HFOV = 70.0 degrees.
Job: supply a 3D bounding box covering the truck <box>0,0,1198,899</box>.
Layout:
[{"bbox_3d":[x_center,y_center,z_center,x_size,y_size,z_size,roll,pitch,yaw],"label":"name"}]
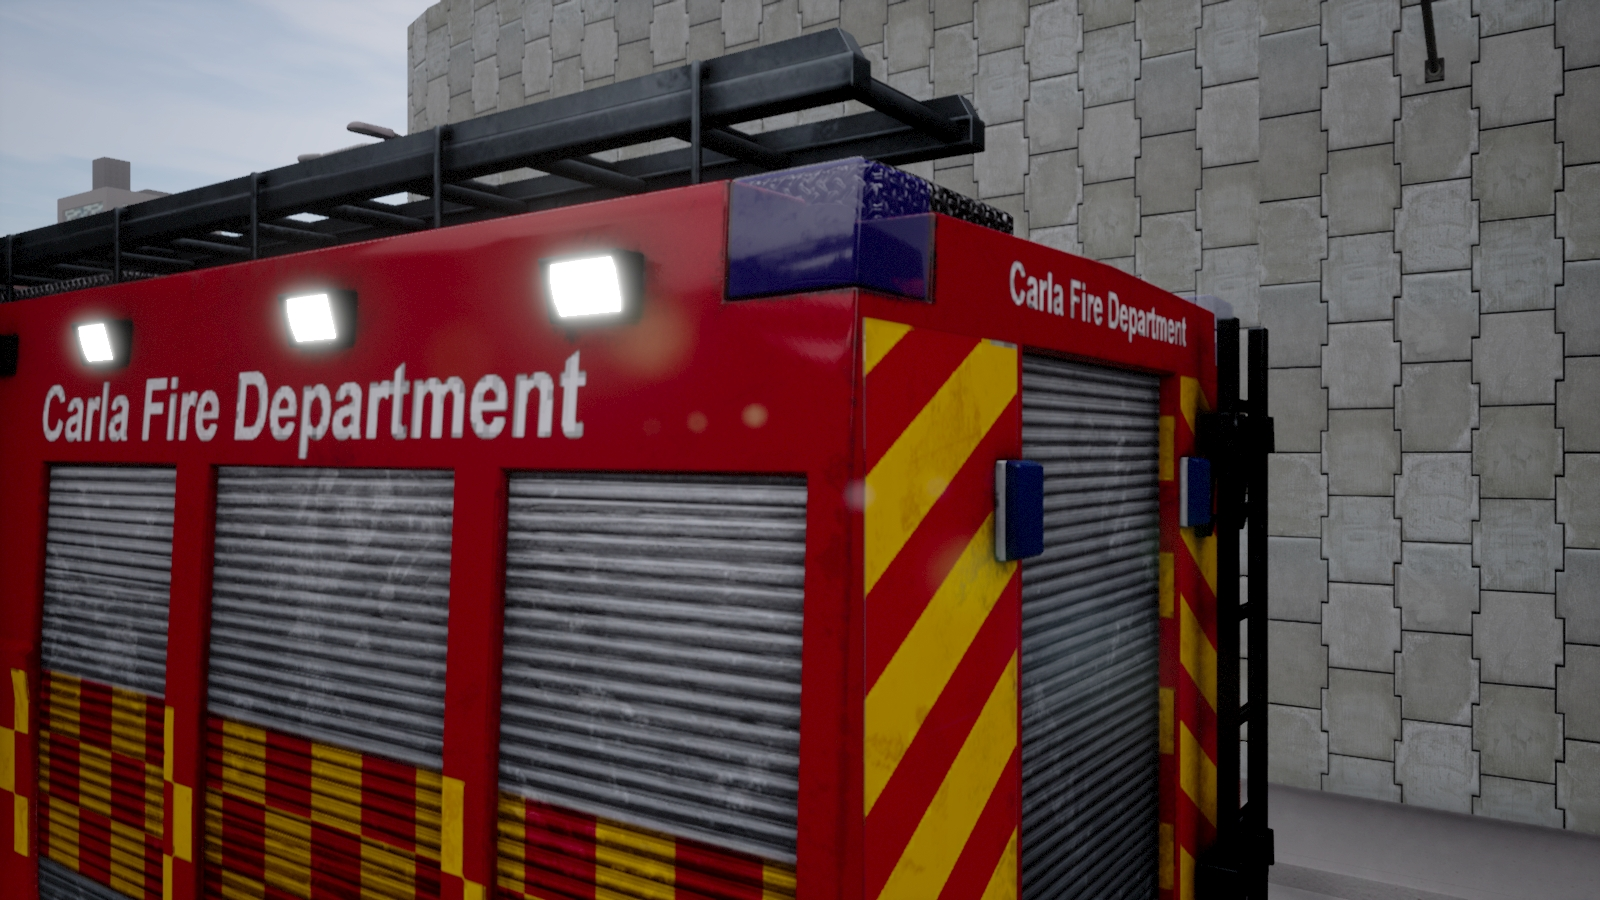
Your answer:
[{"bbox_3d":[-2.831,0.887,5.461,8.468,3.827,2.891,0,0,35],"label":"truck"}]
